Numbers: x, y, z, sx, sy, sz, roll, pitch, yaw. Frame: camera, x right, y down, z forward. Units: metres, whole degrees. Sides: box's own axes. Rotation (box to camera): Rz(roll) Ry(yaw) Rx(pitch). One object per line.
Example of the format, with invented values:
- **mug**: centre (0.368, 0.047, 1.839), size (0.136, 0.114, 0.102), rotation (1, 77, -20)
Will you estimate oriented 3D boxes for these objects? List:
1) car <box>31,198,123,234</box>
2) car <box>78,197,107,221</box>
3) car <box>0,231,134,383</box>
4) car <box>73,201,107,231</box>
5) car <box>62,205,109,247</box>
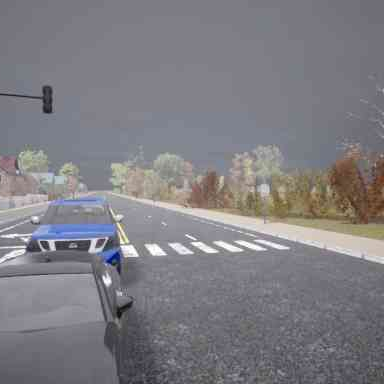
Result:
- **car**: centre (-3.358, 1.218, 9.994), size (2.150, 2.045, 5.566), rotation (0, 0, -15)
- **car**: centre (-8.146, 1.338, 27.544), size (2.097, 1.767, 4.553), rotation (0, 0, -15)
- **car**: centre (-1.718, 1.524, 3.905), size (1.812, 1.442, 4.674), rotation (0, 0, -13)
- **car**: centre (-6.585, 1.468, 21.811), size (1.882, 1.535, 5.008), rotation (0, 0, -15)
- **car**: centre (-5.016, 1.498, 16.065), size (1.837, 1.490, 4.892), rotation (0, 0, -15)
